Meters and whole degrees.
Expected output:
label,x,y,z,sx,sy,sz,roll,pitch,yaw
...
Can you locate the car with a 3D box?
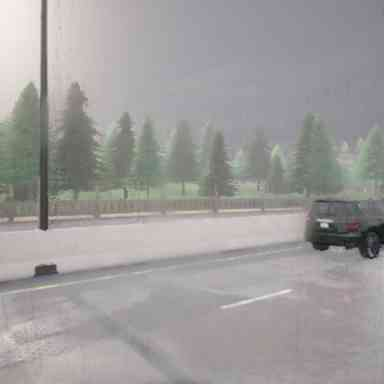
label,x,y,z,sx,sy,sz,roll,pitch,yaw
car,6.692,1.228,12.813,5.566,2.045,2.150,0,0,-35
